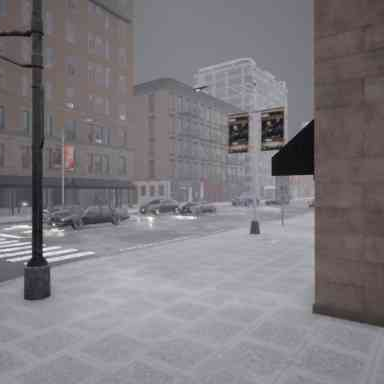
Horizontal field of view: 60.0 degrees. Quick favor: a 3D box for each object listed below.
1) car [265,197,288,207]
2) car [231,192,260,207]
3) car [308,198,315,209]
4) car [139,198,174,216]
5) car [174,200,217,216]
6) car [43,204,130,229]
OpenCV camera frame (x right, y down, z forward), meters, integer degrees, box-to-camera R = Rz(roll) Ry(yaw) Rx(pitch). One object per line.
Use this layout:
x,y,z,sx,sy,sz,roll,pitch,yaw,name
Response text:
12.109,1.407,47.490,1.895,1.301,4.718,0,0,36,car
7.623,1.049,46.826,2.150,2.045,5.566,0,0,36,car
16.255,1.403,41.864,1.895,1.301,4.718,0,0,35,car
-3.008,1.409,31.896,1.837,1.490,4.892,0,0,35,car
0.603,1.455,31.371,1.994,1.385,4.181,0,0,35,car
-6.449,1.489,21.417,2.033,1.411,5.357,0,0,35,car
